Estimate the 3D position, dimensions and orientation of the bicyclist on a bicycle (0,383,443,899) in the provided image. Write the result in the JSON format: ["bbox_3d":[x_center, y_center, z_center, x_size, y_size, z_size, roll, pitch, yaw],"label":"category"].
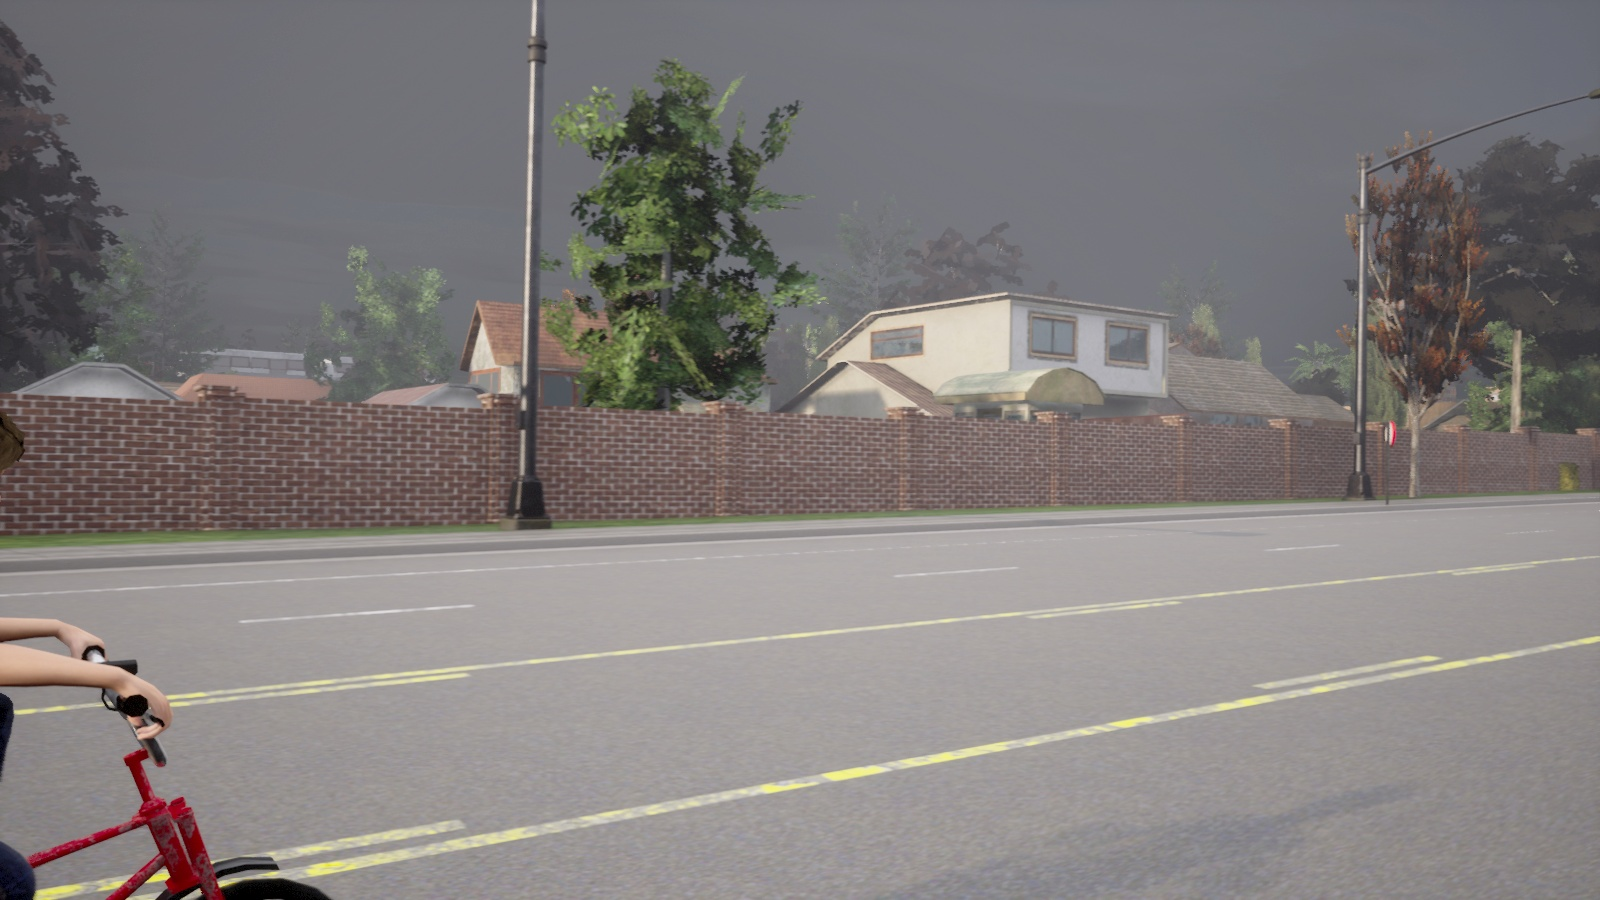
[{"bbox_3d":[-1.610,0.691,2.533,1.509,1.612,0.866,0,0,-35],"label":"bicyclist on a bicycle"}]
